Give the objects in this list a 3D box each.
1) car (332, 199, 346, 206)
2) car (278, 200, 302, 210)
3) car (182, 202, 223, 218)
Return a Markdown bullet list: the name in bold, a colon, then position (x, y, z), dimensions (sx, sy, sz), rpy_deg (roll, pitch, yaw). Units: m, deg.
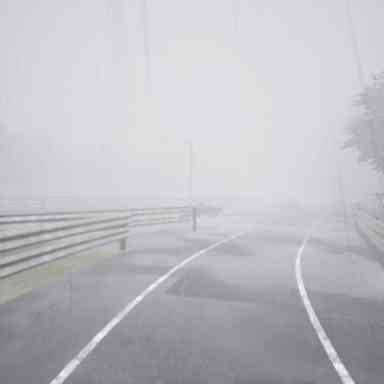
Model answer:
- **car**: position (30.979, 2.191, 69.926), dimensions (1.895, 1.301, 4.718), rpy_deg (2, 0, 38)
- **car**: position (14.135, 1.797, 47.784), dimensions (2.033, 1.411, 5.357), rpy_deg (2, 0, 37)
- **car**: position (0.822, 1.567, 29.406), dimensions (1.895, 1.301, 4.718), rpy_deg (2, 0, 35)
